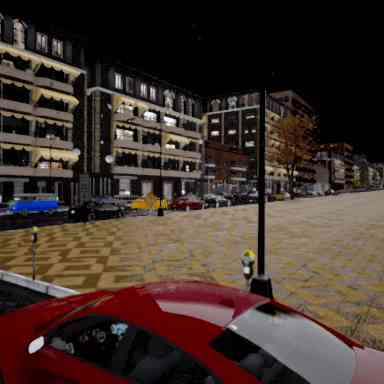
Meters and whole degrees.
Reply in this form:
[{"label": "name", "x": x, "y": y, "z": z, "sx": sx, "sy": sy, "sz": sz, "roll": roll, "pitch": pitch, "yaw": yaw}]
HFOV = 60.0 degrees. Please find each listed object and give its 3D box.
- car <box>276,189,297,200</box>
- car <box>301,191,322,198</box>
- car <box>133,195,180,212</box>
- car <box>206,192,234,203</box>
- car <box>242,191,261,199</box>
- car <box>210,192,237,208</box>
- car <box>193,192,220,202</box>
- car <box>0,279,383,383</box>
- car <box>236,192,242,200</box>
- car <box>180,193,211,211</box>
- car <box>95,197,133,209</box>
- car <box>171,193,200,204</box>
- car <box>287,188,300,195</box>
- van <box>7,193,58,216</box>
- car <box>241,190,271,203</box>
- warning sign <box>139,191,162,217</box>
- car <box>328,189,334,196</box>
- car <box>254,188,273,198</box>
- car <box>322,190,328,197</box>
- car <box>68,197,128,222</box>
[{"label": "car", "x": 15.631, "y": 0.670, "z": 55.899, "sx": 1.752, "sy": 1.417, "sz": 4.829, "roll": 2, "pitch": 2, "yaw": 35}, {"label": "car", "x": 25.061, "y": 0.440, "z": 69.484, "sx": 2.008, "sy": 1.369, "sz": 4.403, "roll": 2, "pitch": 2, "yaw": 35}, {"label": "car", "x": -3.710, "y": 1.070, "z": 32.633, "sx": 1.882, "sy": 1.535, "sz": 5.008, "roll": 1, "pitch": 1, "yaw": 35}, {"label": "car", "x": 4.185, "y": 0.756, "z": 49.506, "sx": 1.882, "sy": 1.535, "sz": 5.008, "roll": 1, "pitch": 1, "yaw": 35}, {"label": "car", "x": 11.729, "y": 0.518, "z": 64.972, "sx": 1.752, "sy": 1.417, "sz": 4.829, "roll": 2, "pitch": 2, "yaw": 35}, {"label": "car", "x": 2.831, "y": 1.045, "z": 37.460, "sx": 2.008, "sy": 1.369, "sz": 4.403, "roll": 2, "pitch": 2, "yaw": 35}, {"label": "car", "x": 2.298, "y": 0.800, "z": 51.388, "sx": 2.008, "sy": 1.369, "sz": 4.403, "roll": 2, "pitch": 2, "yaw": 35}, {"label": "car", "x": -0.318, "y": 1.544, "z": 3.093, "sx": 4.507, "sy": 1.381, "sz": 1.887, "roll": 0, "pitch": 0, "yaw": 36}, {"label": "car", "x": 8.650, "y": 0.642, "z": 60.538, "sx": 1.947, "sy": 1.339, "sz": 4.313, "roll": 2, "pitch": 2, "yaw": 35}, {"label": "car", "x": -0.346, "y": 1.127, "z": 32.885, "sx": 1.887, "sy": 1.381, "sz": 4.507, "roll": 2, "pitch": 2, "yaw": 35}, {"label": "car", "x": -8.497, "y": 1.173, "z": 31.315, "sx": 2.033, "sy": 1.411, "sz": 5.357, "roll": 1, "pitch": 1, "yaw": 35}, {"label": "car", "x": -0.877, "y": 0.902, "z": 46.814, "sx": 1.947, "sy": 1.339, "sz": 4.313, "roll": 2, "pitch": 2, "yaw": 35}, {"label": "car", "x": 24.530, "y": -0.038, "z": 83.405, "sx": 2.192, "sy": 1.841, "sz": 5.009, "roll": 2, "pitch": 2, "yaw": 35}, {"label": "van", "x": -13.578, "y": 1.027, "z": 28.509, "sx": 1.690, "sy": 1.788, "sz": 3.998, "roll": 2, "pitch": 2, "yaw": 35}, {"label": "car", "x": 9.182, "y": 0.871, "z": 46.610, "sx": 2.008, "sy": 1.369, "sz": 4.403, "roll": 2, "pitch": 2, "yaw": 35}, {"label": "warning sign", "x": -3.078, "y": 0.846, "z": 24.818, "sx": 1.300, "sy": 1.860, "sz": 1.060, "roll": -1, "pitch": 0, "yaw": 35}, {"label": "car", "x": 34.588, "y": 0.073, "z": 83.205, "sx": 1.967, "sy": 1.590, "sz": 4.097, "roll": 2, "pitch": 2, "yaw": 35}, {"label": "car", "x": 15.004, "y": 0.219, "z": 69.681, "sx": 2.192, "sy": 1.841, "sz": 5.009, "roll": 2, "pitch": 2, "yaw": 35}, {"label": "car", "x": 28.236, "y": 0.355, "z": 74.057, "sx": 2.008, "sy": 1.369, "sz": 4.403, "roll": 2, "pitch": 2, "yaw": 35}, {"label": "car", "x": -6.696, "y": 1.323, "z": 23.737, "sx": 1.947, "sy": 1.339, "sz": 4.313, "roll": 2, "pitch": 2, "yaw": 35}]
